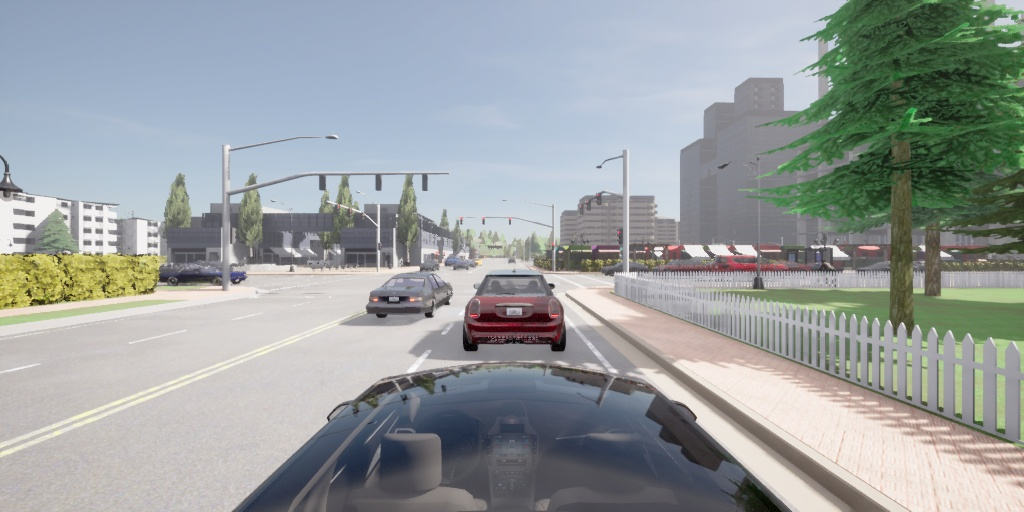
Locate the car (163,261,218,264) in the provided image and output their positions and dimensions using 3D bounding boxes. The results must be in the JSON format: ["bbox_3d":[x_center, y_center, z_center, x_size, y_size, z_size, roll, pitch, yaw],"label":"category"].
[{"bbox_3d":[-25.396,1.242,27.753,4.902,1.511,2.128,0,0,-2],"label":"car"}]

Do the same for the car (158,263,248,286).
[{"bbox_3d":[-20.886,1.351,24.358,4.718,1.301,1.895,0,0,-1],"label":"car"}]

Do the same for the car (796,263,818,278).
[{"bbox_3d":[24.285,1.228,32.596,5.008,1.535,1.882,0,0,-1],"label":"car"}]

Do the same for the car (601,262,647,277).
[{"bbox_3d":[11.223,1.276,35.750,4.674,1.442,1.812,0,0,-1],"label":"car"}]

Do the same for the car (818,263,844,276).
[{"bbox_3d":[30.446,1.351,36.253,4.718,1.301,1.895,0,0,-1],"label":"car"}]

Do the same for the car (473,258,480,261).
[{"bbox_3d":[-7.097,1.297,60.381,2.033,1.411,5.357,0,0,0],"label":"car"}]

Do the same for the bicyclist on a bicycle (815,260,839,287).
[{"bbox_3d":[18.787,1.052,21.472,0.582,1.620,1.656,0,0,-1],"label":"bicyclist on a bicycle"}]

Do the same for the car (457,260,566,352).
[{"bbox_3d":[0.062,1.102,9.112,2.097,1.767,4.553,0,0,0],"label":"car"}]

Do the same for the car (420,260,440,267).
[{"bbox_3d":[-10.612,1.254,46.539,1.837,1.490,4.892,0,0,0],"label":"car"}]

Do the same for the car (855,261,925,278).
[{"bbox_3d":[34.347,1.255,32.842,4.892,1.490,1.837,0,0,-1],"label":"car"}]

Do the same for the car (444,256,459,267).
[{"bbox_3d":[-10.582,0.973,63.555,2.150,2.045,5.566,0,0,0],"label":"car"}]

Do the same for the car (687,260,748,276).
[{"bbox_3d":[20.548,1.228,36.006,5.008,1.535,1.882,0,0,-1],"label":"car"}]

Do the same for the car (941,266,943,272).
[{"bbox_3d":[40.671,1.242,36.480,4.902,1.511,2.128,0,0,-1],"label":"car"}]

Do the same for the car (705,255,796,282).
[{"bbox_3d":[19.004,0.971,28.741,5.566,2.045,2.150,0,0,-2],"label":"car"}]

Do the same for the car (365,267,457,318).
[{"bbox_3d":[-3.421,1.297,12.947,2.033,1.411,5.357,0,0,0],"label":"car"}]

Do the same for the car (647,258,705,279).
[{"bbox_3d":[15.072,1.102,32.364,4.553,1.767,2.097,0,0,-1],"label":"car"}]

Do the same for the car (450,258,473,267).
[{"bbox_3d":[-7.111,1.314,51.118,1.994,1.385,4.181,0,0,0],"label":"car"}]
